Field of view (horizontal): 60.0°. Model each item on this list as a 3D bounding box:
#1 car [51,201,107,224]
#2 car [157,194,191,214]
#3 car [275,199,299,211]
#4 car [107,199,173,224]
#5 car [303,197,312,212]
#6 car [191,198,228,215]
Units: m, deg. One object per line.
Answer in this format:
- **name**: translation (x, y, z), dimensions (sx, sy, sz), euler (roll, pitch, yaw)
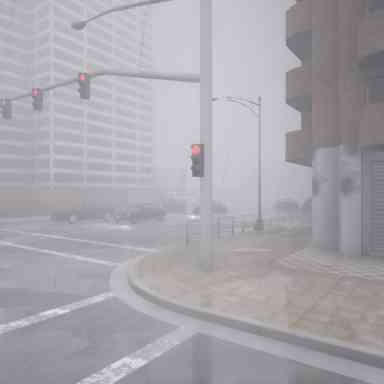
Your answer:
- **car**: translation (-8.141, 1.478, 25.206), dimensions (1.882, 1.535, 5.008), euler (0, 0, 35)
- **car**: translation (-2.566, 1.352, 33.074), dimensions (2.097, 1.767, 4.553), euler (0, 0, 35)
- **car**: translation (11.620, 1.526, 40.716), dimensions (1.812, 1.442, 4.674), euler (0, 0, 35)
- **car**: translation (-3.840, 1.526, 25.193), dimensions (1.812, 1.442, 4.674), euler (0, 0, 35)
- **car**: translation (14.500, 1.352, 38.698), dimensions (2.097, 1.767, 4.553), euler (0, 0, 35)
- **car**: translation (1.855, 1.564, 33.247), dimensions (1.994, 1.385, 4.181), euler (0, 0, 36)
